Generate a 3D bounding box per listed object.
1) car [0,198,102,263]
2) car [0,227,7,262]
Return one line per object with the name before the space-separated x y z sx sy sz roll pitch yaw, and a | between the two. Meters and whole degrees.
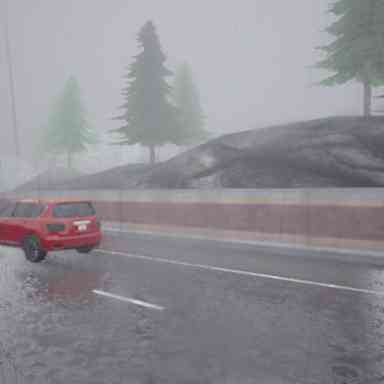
car | -5.739 1.253 12.348 5.566 2.045 2.150 0 0 36
car | -7.304 1.634 9.164 4.718 1.301 1.895 0 0 36
